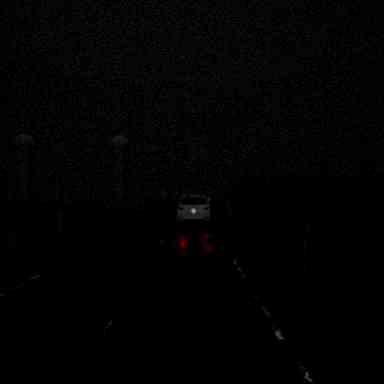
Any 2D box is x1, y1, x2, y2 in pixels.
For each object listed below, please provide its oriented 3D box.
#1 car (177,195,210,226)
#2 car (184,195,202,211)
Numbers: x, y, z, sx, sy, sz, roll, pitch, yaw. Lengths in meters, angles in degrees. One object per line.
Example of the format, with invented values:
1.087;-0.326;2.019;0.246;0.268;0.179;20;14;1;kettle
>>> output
0.115;1.218;23.263;2.150;2.045;5.566;0;0;0;car
0.118;1.350;41.996;2.097;1.767;4.553;0;0;0;car
